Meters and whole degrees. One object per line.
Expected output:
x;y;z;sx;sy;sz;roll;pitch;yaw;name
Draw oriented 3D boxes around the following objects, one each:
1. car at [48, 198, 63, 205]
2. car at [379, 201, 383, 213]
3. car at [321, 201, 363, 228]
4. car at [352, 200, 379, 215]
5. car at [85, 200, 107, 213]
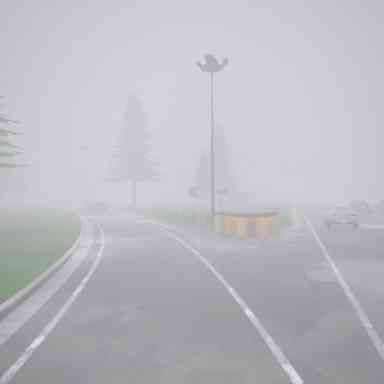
-26.495;1.849;64.474;1.994;1.385;4.181;0;0;-33;car
21.273;1.575;36.435;1.895;1.301;4.718;0;0;16;car
9.735;1.527;22.106;1.812;1.442;4.674;0;0;16;car
16.786;1.538;33.593;2.033;1.411;5.357;0;0;16;car
-11.602;1.650;40.079;2.128;1.511;4.902;0;0;-27;car
